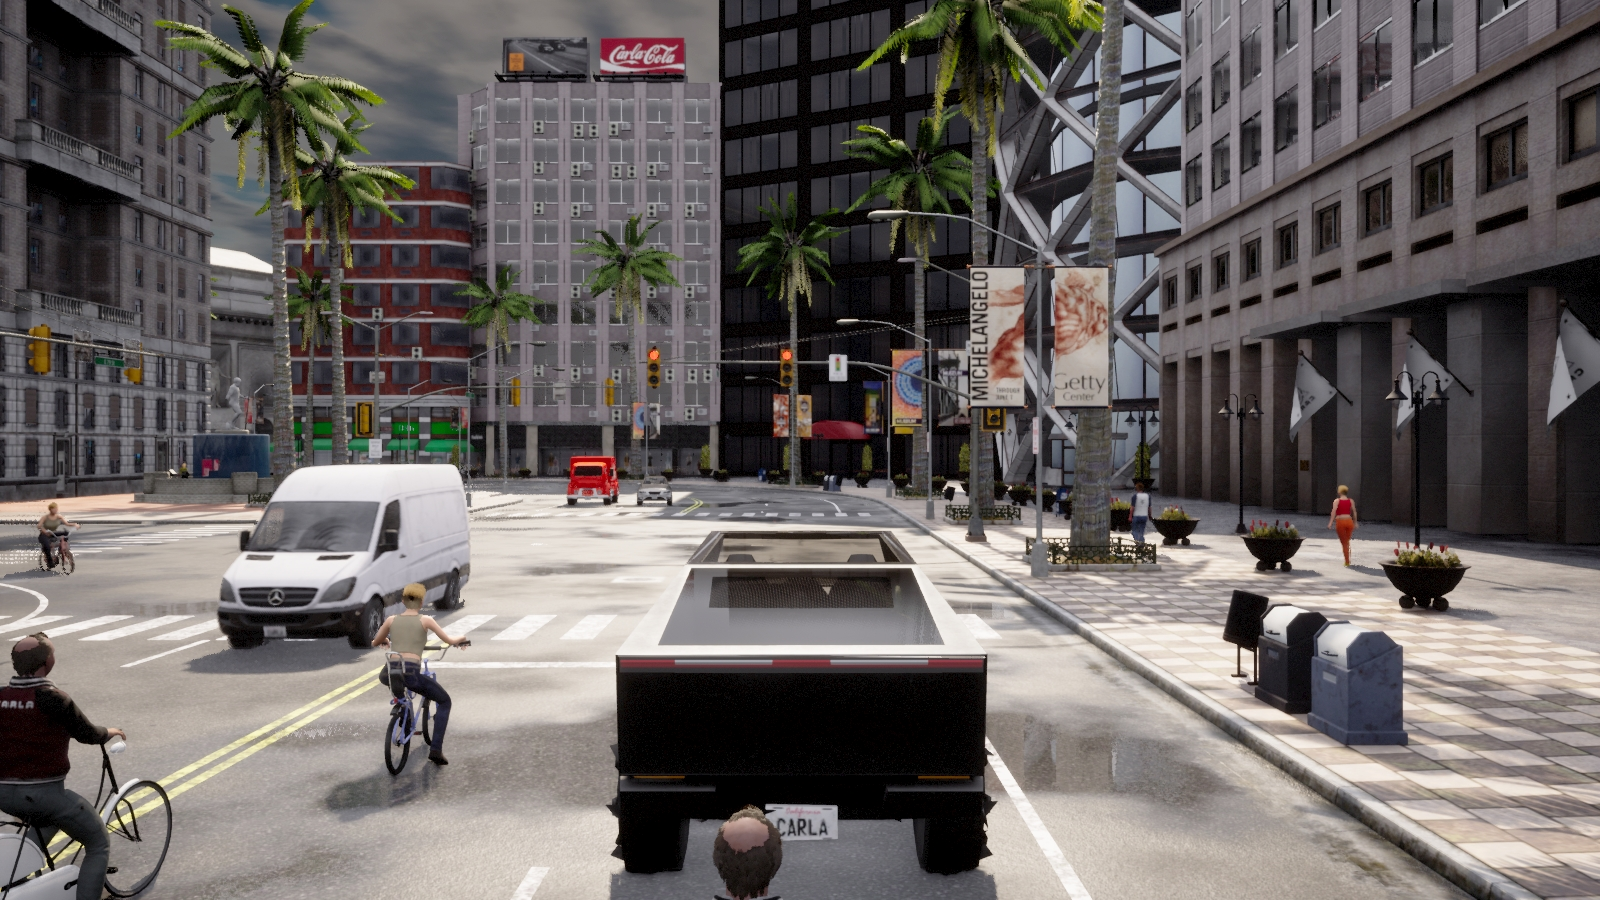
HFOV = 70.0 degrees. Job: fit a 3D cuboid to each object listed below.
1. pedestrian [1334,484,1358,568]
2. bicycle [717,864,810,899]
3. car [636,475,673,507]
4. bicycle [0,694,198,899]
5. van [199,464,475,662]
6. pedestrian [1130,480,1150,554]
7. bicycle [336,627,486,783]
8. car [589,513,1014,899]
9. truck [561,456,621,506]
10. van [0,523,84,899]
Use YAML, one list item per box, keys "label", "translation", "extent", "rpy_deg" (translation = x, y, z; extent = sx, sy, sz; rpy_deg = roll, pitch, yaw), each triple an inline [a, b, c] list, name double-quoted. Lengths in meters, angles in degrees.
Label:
- label: "pedestrian"
  translation: [12.338, 1.704, 25.806]
  extent: [0.375, 1.860, 0.375]
  rpy_deg: [0, 0, 4]
- label: "bicycle"
  translation: [-0.147, 2.210, 3.549]
  extent: [0.329, 1.171, 1.835]
  rpy_deg: [0, 0, 1]
- label: "car"
  translation: [-7.460, 2.066, 58.811]
  extent: [1.816, 1.474, 4.193]
  rpy_deg: [0, 0, -7]
- label: "bicycle"
  translation: [-4.243, 2.210, 6.662]
  extent: [0.329, 1.171, 1.835]
  rpy_deg: [0, 0, 6]
- label: "van"
  translation: [-6.986, 1.534, 18.123]
  extent: [1.988, 2.561, 5.915]
  rpy_deg: [0, 0, 0]
- label: "pedestrian"
  translation: [8.616, 1.694, 28.965]
  extent: [0.375, 1.860, 0.375]
  rpy_deg: [0, 0, -5]
- label: "bicycle"
  translation: [-3.473, 2.256, 10.347]
  extent: [0.859, 1.080, 1.487]
  rpy_deg: [0, 0, 0]
- label: "car"
  translation: [0.011, 1.753, 9.550]
  extent: [2.390, 2.098, 6.274]
  rpy_deg: [0, 0, 0]
- label: "truck"
  translation: [-10.821, 1.568, 59.475]
  extent: [2.627, 2.467, 5.204]
  rpy_deg: [0, 0, -5]
- label: "van"
  translation: [-3.501, 1.534, 1.043]
  extent: [1.988, 2.561, 5.915]
  rpy_deg: [0, 0, 0]
